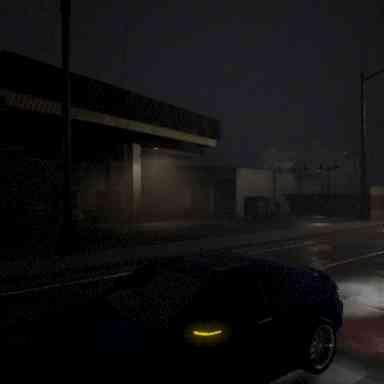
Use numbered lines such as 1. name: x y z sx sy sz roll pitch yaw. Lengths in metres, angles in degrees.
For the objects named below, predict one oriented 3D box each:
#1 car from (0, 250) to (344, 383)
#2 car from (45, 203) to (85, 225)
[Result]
1. car: 0.034 1.522 4.002 4.674 1.442 1.812 0 0 -37
2. car: -8.964 1.494 23.350 1.970 1.475 3.806 0 0 -36
